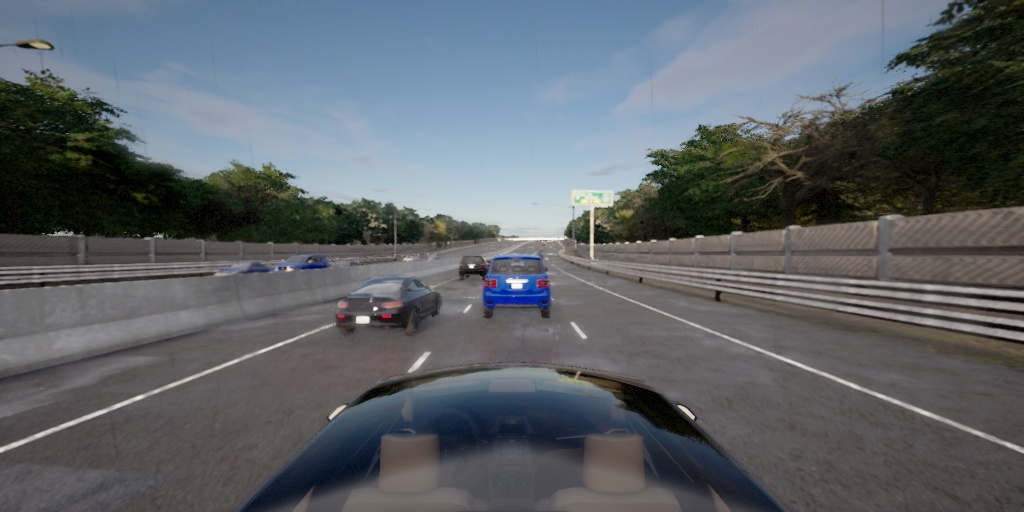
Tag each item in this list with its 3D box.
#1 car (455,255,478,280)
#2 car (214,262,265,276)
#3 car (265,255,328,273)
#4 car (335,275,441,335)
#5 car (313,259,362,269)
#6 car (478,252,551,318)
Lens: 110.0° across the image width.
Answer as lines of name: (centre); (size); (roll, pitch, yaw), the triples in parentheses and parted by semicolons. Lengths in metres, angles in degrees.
car: (-3.023, 0.913, 30.072); (2.150, 2.045, 5.566); (0, 0, 1)
car: (-20.768, 1.221, 28.062); (1.812, 1.442, 4.674); (0, 0, 1)
car: (-17.232, 0.909, 29.654); (2.150, 2.045, 5.566); (0, 0, 1)
car: (-3.349, 1.273, 10.397); (1.812, 1.442, 4.674); (0, 0, 0)
car: (-13.737, 1.196, 29.315); (1.837, 1.490, 4.892); (0, 0, 1)
car: (0.175, 0.970, 13.190); (2.150, 2.045, 5.566); (0, 0, 1)
